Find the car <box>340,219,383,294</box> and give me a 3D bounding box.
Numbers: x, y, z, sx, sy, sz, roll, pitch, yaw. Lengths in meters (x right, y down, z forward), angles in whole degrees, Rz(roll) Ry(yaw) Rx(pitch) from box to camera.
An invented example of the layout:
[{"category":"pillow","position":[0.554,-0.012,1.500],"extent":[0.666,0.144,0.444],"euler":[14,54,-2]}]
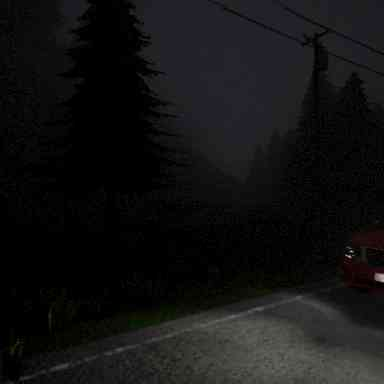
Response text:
[{"category":"car","position":[5.763,1.218,7.639],"extent":[5.566,2.045,2.150],"euler":[0,0,-35]}]
